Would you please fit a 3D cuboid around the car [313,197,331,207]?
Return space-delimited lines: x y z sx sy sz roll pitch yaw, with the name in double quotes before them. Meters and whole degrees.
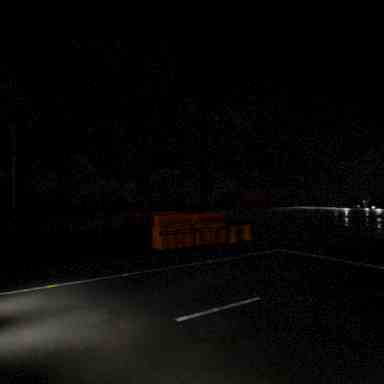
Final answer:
"car" 19.573 1.432 48.069 4.718 1.301 1.895 0 0 -35

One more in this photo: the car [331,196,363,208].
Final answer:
"car" 21.518 1.336 45.158 4.892 1.490 1.837 0 0 -35

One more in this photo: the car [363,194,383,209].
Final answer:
"car" 24.586 1.330 43.047 4.892 1.490 1.837 0 0 -35

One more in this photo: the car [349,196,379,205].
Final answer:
"car" 28.006 1.333 54.055 5.357 1.411 2.033 0 0 -35

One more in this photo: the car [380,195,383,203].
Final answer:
"car" 35.977 1.234 59.664 4.902 1.511 2.128 0 0 -36
